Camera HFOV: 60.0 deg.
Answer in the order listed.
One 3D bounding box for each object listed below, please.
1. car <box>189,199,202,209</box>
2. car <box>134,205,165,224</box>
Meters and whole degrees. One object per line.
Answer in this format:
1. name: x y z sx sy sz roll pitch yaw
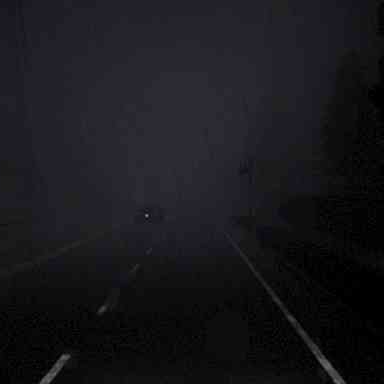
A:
1. car: 0.509 1.716 47.478 2.033 1.411 5.357 0 0 1
2. car: -3.191 1.655 25.607 1.994 1.385 4.181 0 0 1
